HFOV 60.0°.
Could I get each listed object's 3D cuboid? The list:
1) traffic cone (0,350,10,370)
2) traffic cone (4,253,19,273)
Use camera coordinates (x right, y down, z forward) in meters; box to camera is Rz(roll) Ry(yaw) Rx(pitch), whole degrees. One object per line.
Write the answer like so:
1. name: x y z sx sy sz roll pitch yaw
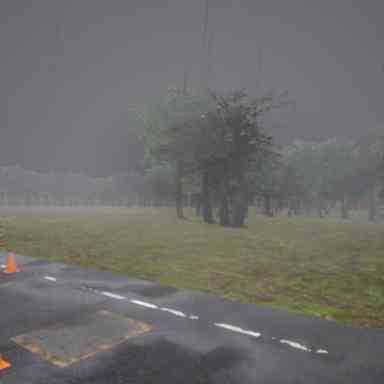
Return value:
1. traffic cone: -2.695 2.070 4.490 0.340 0.580 0.340 -1 -2 37
2. traffic cone: -5.676 2.212 10.497 0.340 0.580 0.340 -1 -2 37
